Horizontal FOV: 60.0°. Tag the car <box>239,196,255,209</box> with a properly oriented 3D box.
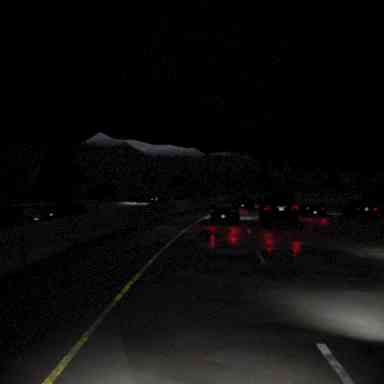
[{"bbox_3d":[6.477,1.237,40.312,1.837,1.490,4.892,0,0,17],"label":"car"}]

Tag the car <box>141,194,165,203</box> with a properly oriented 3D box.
[{"bbox_3d":[-6.339,1.096,57.215,1.837,1.490,4.892,0,1,22],"label":"car"}]

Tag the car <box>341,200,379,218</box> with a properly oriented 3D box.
[{"bbox_3d":[13.936,1.379,27.890,2.033,1.411,5.357,0,0,13],"label":"car"}]

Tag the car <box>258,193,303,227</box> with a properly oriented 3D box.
[{"bbox_3d":[5.638,1.079,21.955,2.150,2.045,5.566,0,0,10],"label":"car"}]

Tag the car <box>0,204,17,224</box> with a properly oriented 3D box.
[{"bbox_3d":[-12.540,1.385,20.189,2.033,1.411,5.357,0,0,8],"label":"car"}]

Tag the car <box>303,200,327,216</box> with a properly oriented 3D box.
[{"bbox_3d":[10.912,1.411,30.213,1.895,1.301,4.718,0,0,13],"label":"car"}]

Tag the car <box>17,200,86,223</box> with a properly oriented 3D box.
[{"bbox_3d":[-8.723,1.325,21.788,2.128,1.511,4.902,0,0,9],"label":"car"}]

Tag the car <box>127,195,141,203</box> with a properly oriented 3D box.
[{"bbox_3d":[-9.638,1.142,58.347,1.994,1.385,4.181,0,0,22],"label":"car"}]

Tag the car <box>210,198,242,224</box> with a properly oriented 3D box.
[{"bbox_3d":[2.369,1.367,23.482,1.812,1.442,4.674,0,0,9],"label":"car"}]

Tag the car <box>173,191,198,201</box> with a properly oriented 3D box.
[{"bbox_3d":[-1.374,0.803,60.057,2.150,2.045,5.566,0,0,24],"label":"car"}]

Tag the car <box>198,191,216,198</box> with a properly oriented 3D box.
[{"bbox_3d":[2.686,0.806,60.673,2.150,2.045,5.566,0,0,24],"label":"car"}]
